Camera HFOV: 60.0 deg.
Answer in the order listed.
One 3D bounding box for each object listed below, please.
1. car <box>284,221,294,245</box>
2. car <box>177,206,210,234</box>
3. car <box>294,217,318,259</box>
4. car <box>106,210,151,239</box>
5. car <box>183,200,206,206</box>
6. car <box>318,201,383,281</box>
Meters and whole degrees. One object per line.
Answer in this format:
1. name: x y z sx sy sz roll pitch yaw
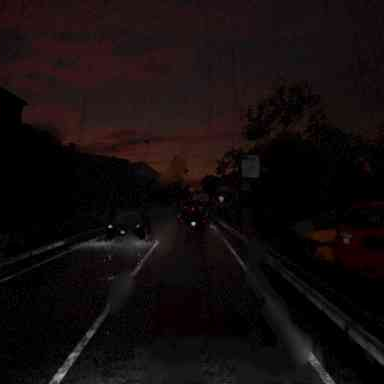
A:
1. car: 6.209 1.401 13.730 4.553 1.767 2.185 0 0 -1
2. car: 0.083 1.806 20.735 1.994 1.385 4.181 0 -1 0
3. car: 6.212 1.504 10.694 5.008 1.535 2.097 0 0 -1
4. car: -3.347 1.716 18.408 1.812 1.442 4.674 0 -1 0
5. car: 0.123 1.962 37.628 2.150 2.045 5.566 0 -2 1
6. car: 6.265 1.231 7.778 5.566 2.045 2.435 0 0 0
